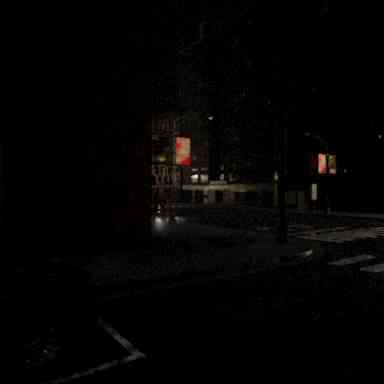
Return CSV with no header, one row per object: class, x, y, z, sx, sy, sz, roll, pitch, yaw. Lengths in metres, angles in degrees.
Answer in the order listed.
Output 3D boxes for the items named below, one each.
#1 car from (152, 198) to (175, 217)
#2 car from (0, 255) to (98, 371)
car,-3.519,1.374,32.199,2.097,1.767,4.553,0,0,-36
car,-3.374,1.564,4.128,4.313,1.339,1.947,0,0,-36
